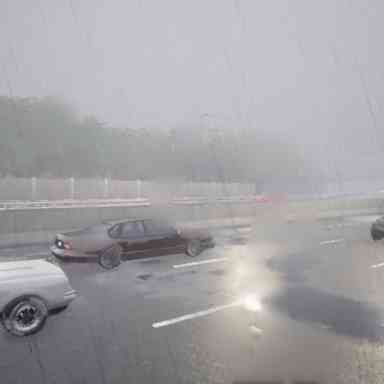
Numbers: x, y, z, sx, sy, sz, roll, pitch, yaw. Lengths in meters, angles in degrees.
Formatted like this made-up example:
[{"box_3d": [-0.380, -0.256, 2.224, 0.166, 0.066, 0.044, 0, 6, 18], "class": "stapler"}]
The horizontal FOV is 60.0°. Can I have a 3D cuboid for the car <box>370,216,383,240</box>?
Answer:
[{"box_3d": [9.956, 1.470, 15.096, 4.181, 1.385, 1.994, -1, 0, -35], "class": "car"}]

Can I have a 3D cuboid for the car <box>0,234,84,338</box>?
[{"box_3d": [-4.312, 1.601, 4.968, 4.718, 1.301, 1.895, 0, 0, -35], "class": "car"}]

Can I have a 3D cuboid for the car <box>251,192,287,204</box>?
[{"box_3d": [10.619, 0.984, 45.668, 5.566, 2.045, 2.150, 0, 0, -35], "class": "car"}]

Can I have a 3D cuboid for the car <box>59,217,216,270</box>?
[{"box_3d": [-1.776, 1.536, 11.069, 5.357, 1.411, 2.033, 0, 0, -35], "class": "car"}]
